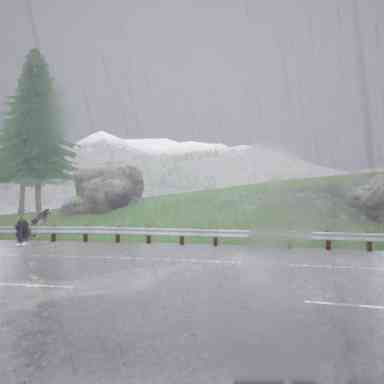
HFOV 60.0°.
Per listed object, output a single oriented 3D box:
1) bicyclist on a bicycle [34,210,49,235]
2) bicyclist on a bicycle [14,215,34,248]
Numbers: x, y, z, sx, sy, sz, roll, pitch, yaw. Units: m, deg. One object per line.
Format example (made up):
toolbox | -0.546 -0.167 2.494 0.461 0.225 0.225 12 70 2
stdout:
bicyclist on a bicycle | -7.296 1.471 15.760 1.656 0.582 1.620 -33 26 26
bicyclist on a bicycle | -7.187 1.737 14.053 0.582 1.656 1.620 0 1 -21
